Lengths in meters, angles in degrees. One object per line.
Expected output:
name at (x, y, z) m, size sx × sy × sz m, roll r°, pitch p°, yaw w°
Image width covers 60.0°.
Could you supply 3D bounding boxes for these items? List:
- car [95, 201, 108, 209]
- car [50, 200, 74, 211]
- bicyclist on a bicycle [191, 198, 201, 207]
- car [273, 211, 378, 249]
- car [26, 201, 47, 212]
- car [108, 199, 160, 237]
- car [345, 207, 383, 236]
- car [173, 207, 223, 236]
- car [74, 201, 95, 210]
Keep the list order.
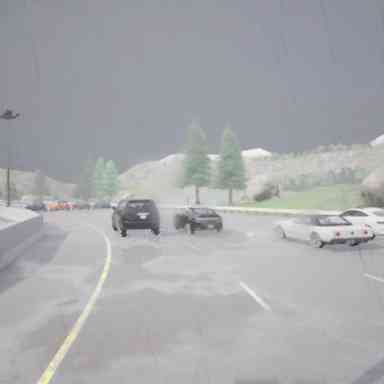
car at (-15.535, 2.246, 57.268) m, size 1.994 × 1.385 × 4.181 m, roll -1°, pitch 0°, yaw -38°
car at (-21.056, 2.107, 52.961) m, size 2.097 × 1.767 × 4.553 m, roll -1°, pitch 0°, yaw -38°
bicyclist on a bicycle at (0.682, 1.630, 44.652) m, size 1.656 × 1.620 × 0.582 m, roll 25°, pitch -15°, yaw -34°
car at (5.413, 1.603, 14.596) m, size 1.895 × 1.301 × 4.718 m, roll -1°, pitch 0°, yaw -14°
car at (-23.824, 2.144, 50.819) m, size 2.097 × 1.767 × 4.553 m, roll -1°, pitch 0°, yaw -38°
car at (-3.479, 1.431, 20.024) m, size 2.150 × 2.045 × 5.566 m, roll 0°, pitch 0°, yaw -20°
car at (8.440, 1.485, 16.571) m, size 1.812 × 1.442 × 4.674 m, roll -1°, pitch 0°, yaw -14°
car at (0.217, 1.628, 19.742) m, size 2.128 × 1.511 × 4.902 m, roll -1°, pitch 0°, yaw -19°
car at (-18.304, 2.244, 55.126) m, size 1.812 × 1.442 × 4.674 m, roll -1°, pitch 0°, yaw -38°
